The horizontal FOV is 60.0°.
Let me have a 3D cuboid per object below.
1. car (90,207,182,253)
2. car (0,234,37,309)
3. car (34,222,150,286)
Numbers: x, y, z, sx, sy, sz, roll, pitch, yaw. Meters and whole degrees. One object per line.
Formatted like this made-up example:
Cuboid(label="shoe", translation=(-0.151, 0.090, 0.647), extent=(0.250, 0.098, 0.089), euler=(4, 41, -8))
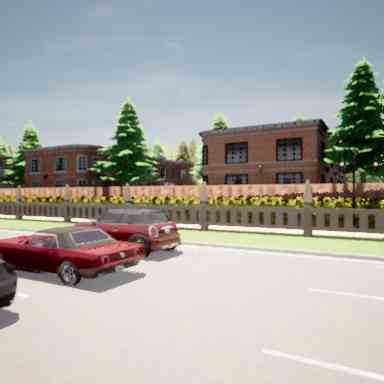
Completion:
Cuboid(label="car", translation=(-2.733, 1.424, 12.926), extent=(4.553, 1.767, 2.097), euler=(0, 0, 29))
Cuboid(label="car", translation=(-5.473, 1.549, 6.440), extent=(4.892, 1.490, 1.837), euler=(0, 0, 29))
Cuboid(label="car", translation=(-3.765, 1.657, 9.494), extent=(4.718, 1.301, 1.895), euler=(0, 0, 29))
